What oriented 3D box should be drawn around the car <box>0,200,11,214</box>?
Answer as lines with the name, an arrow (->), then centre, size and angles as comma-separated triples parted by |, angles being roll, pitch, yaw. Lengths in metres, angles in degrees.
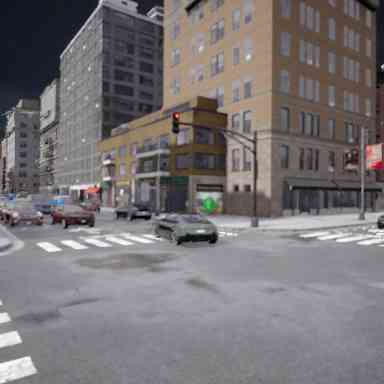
car -> -20.970, 1.582, 36.137 | 1.802, 1.307, 4.206 | 1, 0, -35

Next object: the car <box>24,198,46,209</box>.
car -> -22.744, 1.602, 48.156 | 2.033, 1.411, 5.357 | 1, 0, -34

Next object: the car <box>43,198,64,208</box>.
car -> -20.765, 1.628, 49.769 | 2.008, 1.369, 4.403 | 1, 0, -35

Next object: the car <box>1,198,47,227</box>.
car -> -11.439, 1.441, 22.628 | 1.967, 1.590, 4.097 | 1, 0, -35

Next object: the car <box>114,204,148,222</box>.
car -> -4.883, 1.639, 27.252 | 1.947, 1.339, 4.313 | 1, 0, -35

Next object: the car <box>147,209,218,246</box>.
car -> -0.438, 1.614, 15.794 | 1.994, 1.385, 4.181 | 1, 0, -24

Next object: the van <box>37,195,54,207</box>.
van -> -23.940, 1.423, 54.273 | 1.690, 1.788, 3.998 | 1, 0, -35

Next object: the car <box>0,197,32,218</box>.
car -> -14.616, 1.440, 27.131 | 1.967, 1.590, 4.097 | 1, 0, -35

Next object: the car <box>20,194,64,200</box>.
car -> -13.796, 1.244, 30.374 | 2.150, 2.045, 5.566 | 1, 0, -35

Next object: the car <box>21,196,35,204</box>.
car -> -33.470, 1.538, 67.782 | 1.967, 1.590, 4.097 | 1, 0, -35

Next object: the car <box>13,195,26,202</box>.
car -> -39.823, 1.549, 76.790 | 1.967, 1.590, 4.097 | 1, 0, -35

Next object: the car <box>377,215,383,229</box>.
car -> 13.760, 1.682, 21.478 | 4.181, 1.385, 1.994 | 0, 0, -36

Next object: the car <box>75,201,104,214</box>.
car -> -11.236, 1.653, 36.260 | 1.802, 1.307, 4.206 | 1, 0, -35

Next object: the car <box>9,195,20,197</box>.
car -> -19.673, 1.501, 38.734 | 1.882, 1.535, 5.008 | 1, 0, -35

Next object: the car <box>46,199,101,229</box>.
car -> -7.978, 1.502, 22.119 | 1.882, 1.535, 5.008 | 1, 0, -35

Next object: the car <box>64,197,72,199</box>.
car -> -14.413, 1.638, 40.763 | 1.947, 1.339, 4.313 | 1, 0, -35
